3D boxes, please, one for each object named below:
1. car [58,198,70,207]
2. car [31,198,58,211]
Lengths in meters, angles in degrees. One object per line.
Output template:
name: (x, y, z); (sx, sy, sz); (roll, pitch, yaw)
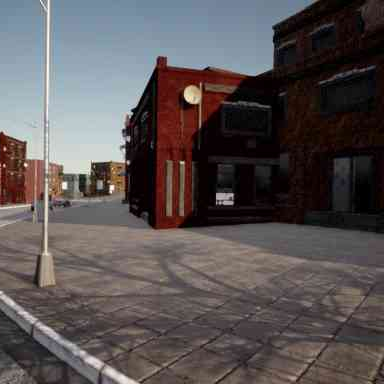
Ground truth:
car: (-20.990, 1.693, 53.659); (1.812, 1.442, 4.674); (1, 0, -9)
car: (-19.133, 1.683, 42.720); (1.994, 1.385, 4.181); (1, 0, -9)
